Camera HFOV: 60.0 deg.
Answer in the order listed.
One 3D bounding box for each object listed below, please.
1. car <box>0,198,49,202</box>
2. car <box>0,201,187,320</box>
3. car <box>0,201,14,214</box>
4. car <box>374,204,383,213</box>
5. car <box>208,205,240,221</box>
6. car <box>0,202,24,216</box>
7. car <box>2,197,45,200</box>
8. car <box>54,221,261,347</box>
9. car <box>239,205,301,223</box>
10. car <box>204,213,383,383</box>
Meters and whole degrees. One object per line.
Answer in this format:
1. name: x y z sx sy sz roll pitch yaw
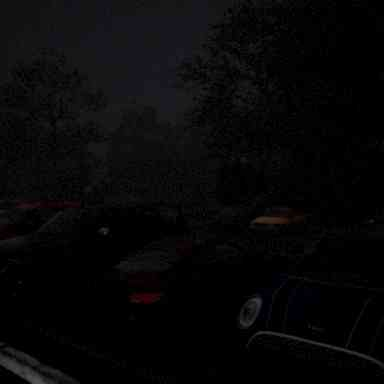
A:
1. car: -4.509 1.328 9.713 2.435 2.045 5.566 -1 0 35
2. car: -2.225 1.299 8.088 2.435 2.045 5.566 -1 0 35
3. car: -24.475 1.945 39.993 2.097 1.535 5.008 -1 -1 35
4. car: 9.590 1.371 15.808 2.185 1.767 4.553 -1 0 35
5. car: 2.791 1.586 20.613 2.231 1.521 4.892 -1 0 35
6. car: -22.305 1.953 38.453 2.002 1.452 4.674 -1 0 35
7. car: -17.784 1.601 35.205 2.435 2.045 5.566 -1 0 35
8. car: 0.077 1.560 6.482 2.002 1.452 4.674 -1 0 35
9. car: 4.943 1.552 18.848 1.946 1.575 5.366 -1 0 35
10. car: 2.379 1.365 4.886 2.185 1.767 4.553 -1 0 35
